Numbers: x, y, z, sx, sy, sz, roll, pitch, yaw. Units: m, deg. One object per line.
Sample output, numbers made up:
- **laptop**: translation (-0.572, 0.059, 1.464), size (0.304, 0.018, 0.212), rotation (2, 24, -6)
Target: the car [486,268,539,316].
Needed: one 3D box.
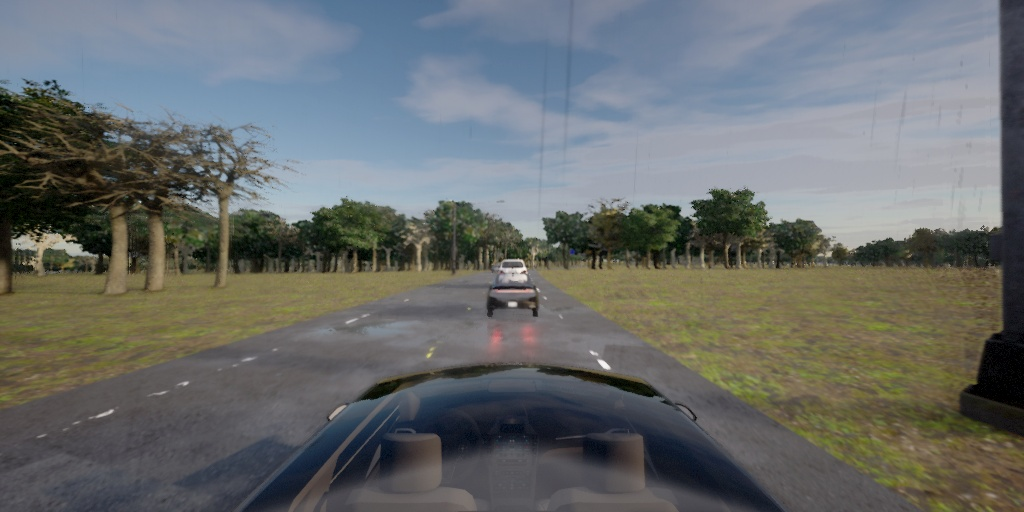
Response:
- **car**: translation (0.046, 1.401, 14.140), size (2.128, 1.511, 4.902), rotation (0, -1, 1)

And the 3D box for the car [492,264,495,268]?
- **car**: translation (-2.436, 2.118, 60.375), size (2.128, 1.511, 4.902), rotation (0, -1, 3)

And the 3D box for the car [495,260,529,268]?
- **car**: translation (0.110, 1.311, 28.009), size (2.150, 2.045, 5.566), rotation (0, 0, 1)
